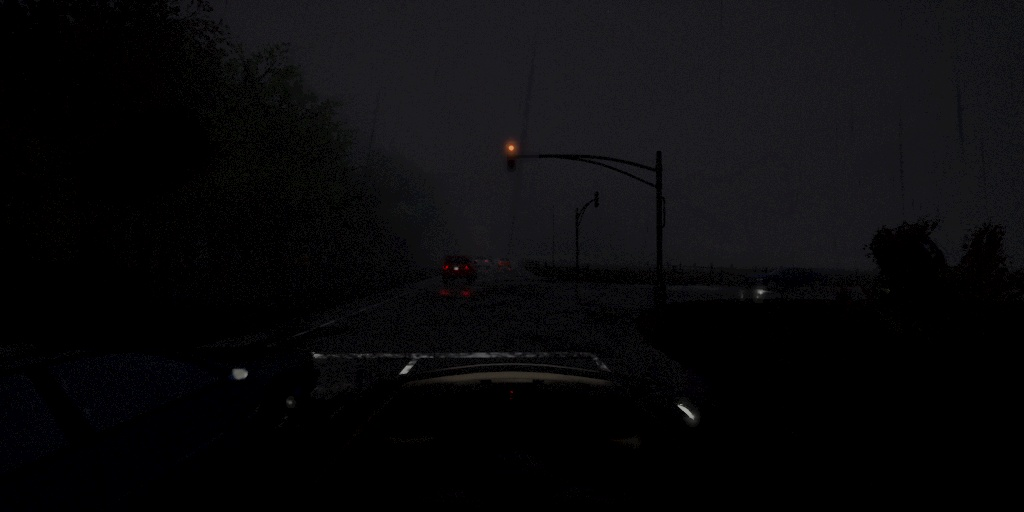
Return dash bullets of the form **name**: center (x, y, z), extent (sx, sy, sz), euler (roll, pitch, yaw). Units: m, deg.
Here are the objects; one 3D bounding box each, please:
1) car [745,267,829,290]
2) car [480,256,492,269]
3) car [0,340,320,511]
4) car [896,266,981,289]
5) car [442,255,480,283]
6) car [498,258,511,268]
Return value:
- **car**: center (18.603, 1.489, 24.420), extent (5.008, 1.535, 1.882), euler (1, -1, -1)
- **car**: center (-4.616, 0.970, 55.556), extent (2.150, 2.045, 5.566), euler (0, 0, -1)
- **car**: center (-3.413, 1.298, 2.268), extent (2.033, 1.411, 5.357), euler (0, 0, -1)
- **car**: center (28.875, 1.476, 24.607), extent (4.553, 1.767, 2.097), euler (1, -1, -1)
- **car**: center (-3.998, 0.974, 27.952), extent (2.150, 2.045, 5.566), euler (0, 0, -1)
- **car**: center (-1.275, 1.099, 62.096), extent (2.097, 1.767, 4.553), euler (0, 0, -1)
